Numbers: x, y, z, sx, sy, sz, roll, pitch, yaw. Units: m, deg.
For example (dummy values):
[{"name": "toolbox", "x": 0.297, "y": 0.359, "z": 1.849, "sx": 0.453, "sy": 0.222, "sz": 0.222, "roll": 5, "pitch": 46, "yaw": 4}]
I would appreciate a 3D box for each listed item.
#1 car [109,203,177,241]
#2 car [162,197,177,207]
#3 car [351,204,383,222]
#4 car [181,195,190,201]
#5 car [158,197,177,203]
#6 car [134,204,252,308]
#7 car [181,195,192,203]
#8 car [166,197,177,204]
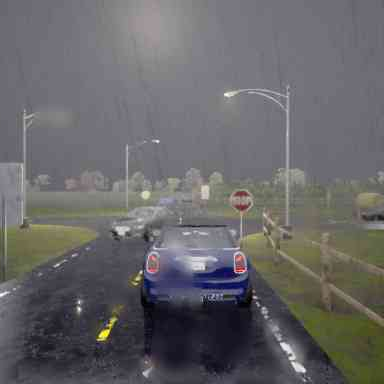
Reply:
[{"name": "car", "x": -2.190, "y": 1.490, "z": 16.375, "sx": 2.128, "sy": 1.511, "sz": 4.902, "roll": 0, "pitch": 0, "yaw": 19}, {"name": "car", "x": -3.500, "y": 1.517, "z": 52.498, "sx": 2.033, "sy": 1.411, "sz": 5.357, "roll": 0, "pitch": 0, "yaw": -1}, {"name": "car", "x": 14.661, "y": 1.543, "z": 24.303, "sx": 5.357, "sy": 1.411, "sz": 2.033, "roll": 0, "pitch": 0, "yaw": 10}, {"name": "car", "x": -1.603, "y": 1.454, "z": 82.375, "sx": 2.128, "sy": 1.511, "sz": 4.902, "roll": 0, "pitch": 0, "yaw": -2}, {"name": "car", "x": -3.280, "y": 1.457, "z": 42.540, "sx": 1.882, "sy": 1.535, "sz": 5.008, "roll": 0, "pitch": 0, "yaw": -1}, {"name": "car", "x": 0.074, "y": 1.351, "z": 8.090, "sx": 2.097, "sy": 1.767, "sz": 4.553, "roll": 0, "pitch": 0, "yaw": 0}, {"name": "car", "x": -1.038, "y": 1.511, "z": 69.170, "sx": 1.994, "sy": 1.385, "sz": 4.181, "roll": 0, "pitch": 0, "yaw": -2}, {"name": "car", "x": -3.743, "y": 1.559, "z": 62.608, "sx": 1.895, "sy": 1.301, "sz": 4.718, "roll": 0, "pitch": 0, "yaw": -1}]
